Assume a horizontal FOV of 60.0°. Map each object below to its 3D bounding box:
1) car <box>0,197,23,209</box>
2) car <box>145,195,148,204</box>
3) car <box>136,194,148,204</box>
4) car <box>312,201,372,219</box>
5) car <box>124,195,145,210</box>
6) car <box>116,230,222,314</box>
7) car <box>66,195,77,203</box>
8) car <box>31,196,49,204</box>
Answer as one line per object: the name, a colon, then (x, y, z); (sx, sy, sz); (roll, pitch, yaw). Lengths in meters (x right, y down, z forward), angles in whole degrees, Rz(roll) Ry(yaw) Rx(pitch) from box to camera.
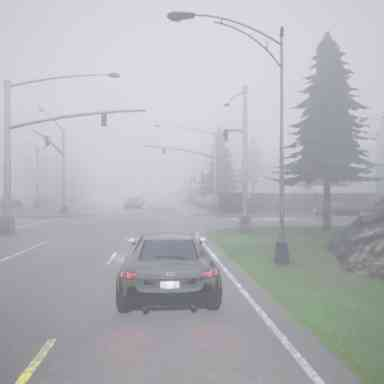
car: (-21.330, 1.318, 38.408); (2.007, 1.523, 4.514); (0, 0, -5)
car: (-8.538, 1.536, 52.942); (1.994, 1.385, 4.181); (0, 0, -5)
car: (-9.477, 1.319, 63.151); (2.097, 1.767, 4.553); (0, 0, -5)
car: (12.716, 1.478, 28.334); (4.902, 1.511, 2.128); (0, 0, -7)
car: (-7.608, 1.330, 43.092); (2.097, 1.767, 4.553); (0, 0, -5)
car: (-0.556, 1.560, 7.701); (1.994, 1.385, 4.181); (0, 0, -5)
car: (-23.555, 1.339, 64.347); (1.845, 1.501, 3.633); (0, 0, -5)
car: (-25.893, 1.354, 56.700); (1.970, 1.475, 3.806); (0, 0, -5)
